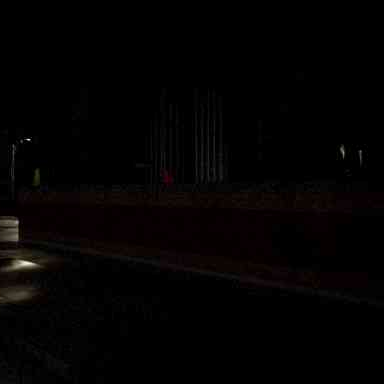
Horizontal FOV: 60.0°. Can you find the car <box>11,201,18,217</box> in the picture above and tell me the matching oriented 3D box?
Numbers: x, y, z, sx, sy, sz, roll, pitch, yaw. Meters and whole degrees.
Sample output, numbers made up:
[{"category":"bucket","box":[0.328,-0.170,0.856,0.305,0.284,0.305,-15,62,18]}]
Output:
[{"category":"car","box":[-12.280,1.603,28.845,2.033,1.411,5.357,0,0,37]}]

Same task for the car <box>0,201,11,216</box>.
[{"category":"car","box":[-16.437,1.547,29.125,2.128,1.511,4.902,0,0,37]}]
